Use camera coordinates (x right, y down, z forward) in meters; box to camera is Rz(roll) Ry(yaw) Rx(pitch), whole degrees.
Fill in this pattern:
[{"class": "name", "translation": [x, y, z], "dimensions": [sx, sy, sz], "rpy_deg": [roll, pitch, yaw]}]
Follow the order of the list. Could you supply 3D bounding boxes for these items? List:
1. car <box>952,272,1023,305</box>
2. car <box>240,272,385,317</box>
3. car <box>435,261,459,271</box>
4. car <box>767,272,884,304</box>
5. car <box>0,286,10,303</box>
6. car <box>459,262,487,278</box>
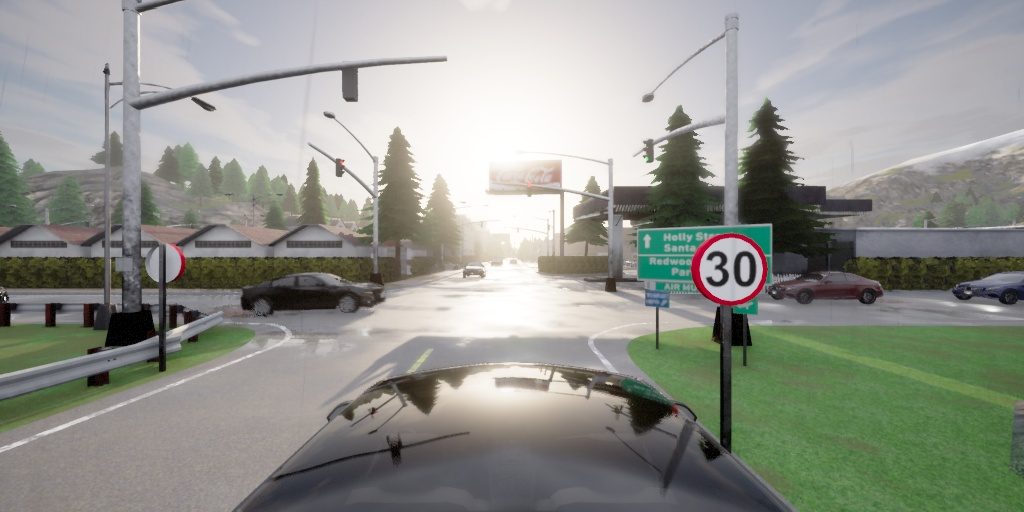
[{"class": "car", "translation": [23.931, 1.467, 16.947], "dimensions": [4.674, 1.442, 1.812], "rpy_deg": [0, 0, 1]}, {"class": "car", "translation": [-7.432, 1.357, 13.609], "dimensions": [5.008, 1.535, 1.882], "rpy_deg": [-2, 0, 1]}, {"class": "car", "translation": [-9.484, 1.447, 51.222], "dimensions": [4.674, 1.442, 1.812], "rpy_deg": [-1, 0, -3]}, {"class": "car", "translation": [14.797, 1.467, 17.039], "dimensions": [4.674, 1.442, 1.812], "rpy_deg": [0, 0, 0]}, {"class": "car", "translation": [-22.657, 1.293, 13.794], "dimensions": [4.553, 1.767, 2.097], "rpy_deg": [0, 0, 1]}, {"class": "car", "translation": [-3.469, 1.291, 33.817], "dimensions": [1.812, 1.442, 4.674], "rpy_deg": [1, -1, 0]}]
